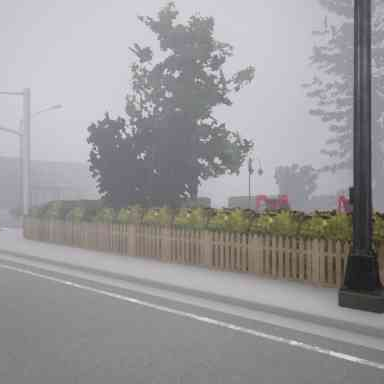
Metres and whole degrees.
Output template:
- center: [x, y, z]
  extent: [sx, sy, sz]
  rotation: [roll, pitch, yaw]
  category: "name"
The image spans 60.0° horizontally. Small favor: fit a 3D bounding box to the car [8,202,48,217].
- center: [-14.002, 1.601, 30.308]
  extent: [1.895, 1.301, 4.718]
  rotation: [0, 0, 35]
  category: "car"
